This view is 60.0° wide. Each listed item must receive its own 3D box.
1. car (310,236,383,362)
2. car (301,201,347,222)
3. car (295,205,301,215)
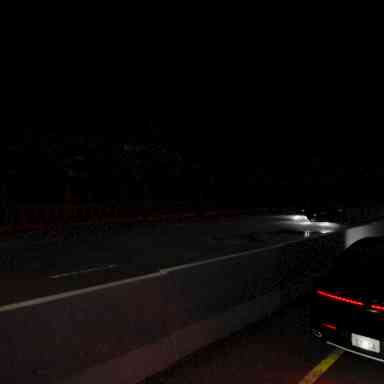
[{"bbox_3d":[3.678,1.514,5.646,1.837,1.490,4.892,0,0,43],"label":"car"},{"bbox_3d":[11.066,1.542,27.213,1.837,1.490,4.892,0,0,43],"label":"car"},{"bbox_3d":[12.001,1.609,33.280,1.994,1.385,4.181,0,0,44],"label":"car"}]
